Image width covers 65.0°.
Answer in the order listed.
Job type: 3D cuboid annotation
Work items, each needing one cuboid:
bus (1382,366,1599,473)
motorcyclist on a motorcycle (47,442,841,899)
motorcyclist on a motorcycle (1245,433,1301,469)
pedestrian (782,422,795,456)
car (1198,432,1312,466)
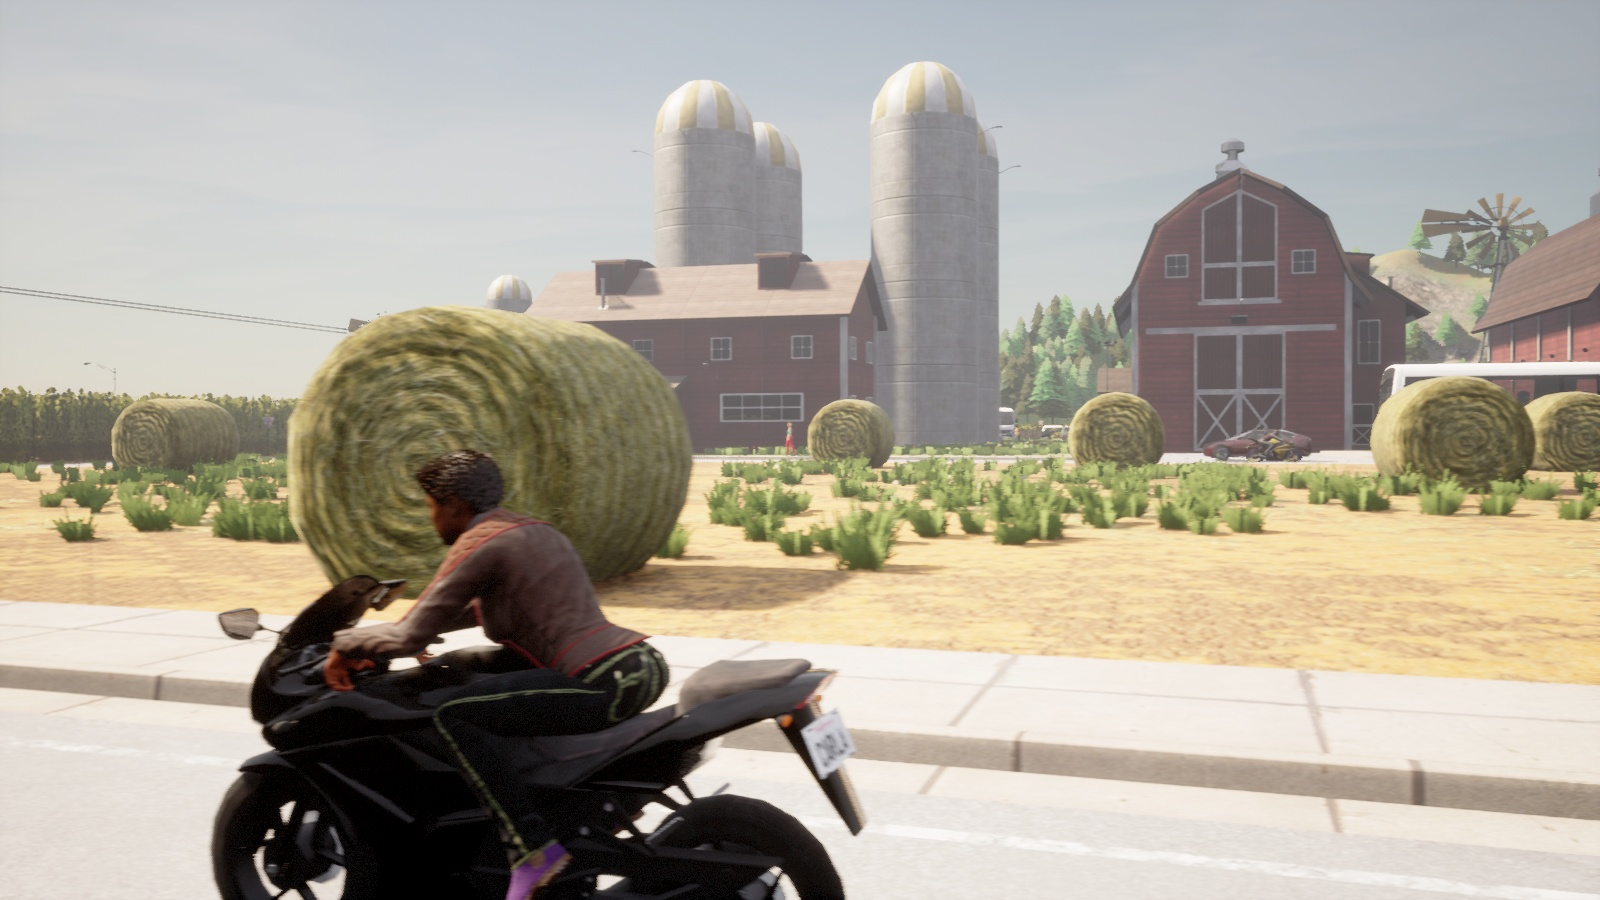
[{"bbox_3d":[30.164,-1.265,52.201,10.273,4.253,3.944,0,1,15],"label":"bus"},{"bbox_3d":[-0.981,0.749,3.523,2.044,1.523,0.797,1,1,19],"label":"motorcyclist on a motorcycle"},{"bbox_3d":[20.619,0.049,54.739,2.191,1.530,0.866,1,2,15],"label":"motorcyclist on a motorcycle"},{"bbox_3d":[-0.614,-0.596,68.007,0.594,1.836,0.345,1,1,26],"label":"pedestrian"},{"bbox_3d":[21.038,-0.079,58.247,4.792,1.488,2.163,1,2,15],"label":"car"}]
